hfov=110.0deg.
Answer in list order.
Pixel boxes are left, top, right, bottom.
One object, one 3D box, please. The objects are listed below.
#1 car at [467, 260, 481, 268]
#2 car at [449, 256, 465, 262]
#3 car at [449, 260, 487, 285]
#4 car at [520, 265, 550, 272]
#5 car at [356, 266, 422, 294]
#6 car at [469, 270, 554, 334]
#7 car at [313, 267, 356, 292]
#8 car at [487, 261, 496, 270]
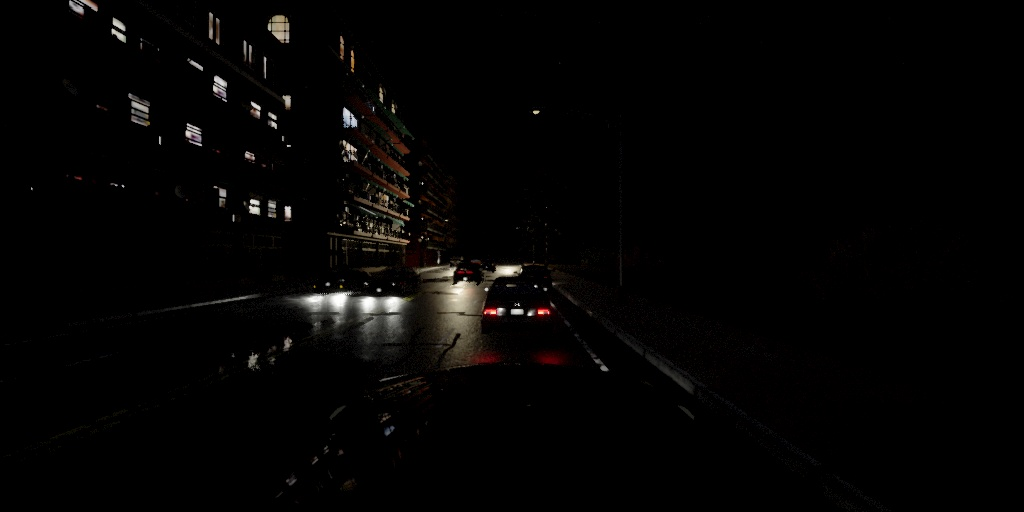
[{"bbox_3d":[-6.455,1.351,62.001,1.895,1.301,4.718,0,0,1],"label":"car"},{"bbox_3d":[-9.688,0.969,63.730,2.150,2.045,5.566,0,0,1],"label":"car"},{"bbox_3d":[-3.104,1.258,26.234,1.837,1.490,4.892,0,0,0],"label":"car"},{"bbox_3d":[1.171,1.257,20.250,1.837,1.490,4.892,0,0,0],"label":"car"},{"bbox_3d":[-6.564,1.299,20.355,2.033,1.411,5.357,0,0,0],"label":"car"},{"bbox_3d":[0.118,1.299,10.561,2.033,1.411,5.357,0,0,0],"label":"car"},{"bbox_3d":[-9.815,1.316,21.088,1.994,1.385,4.181,0,0,0],"label":"car"},{"bbox_3d":[-3.068,1.313,44.699,1.994,1.385,4.181,0,0,0],"label":"car"}]
